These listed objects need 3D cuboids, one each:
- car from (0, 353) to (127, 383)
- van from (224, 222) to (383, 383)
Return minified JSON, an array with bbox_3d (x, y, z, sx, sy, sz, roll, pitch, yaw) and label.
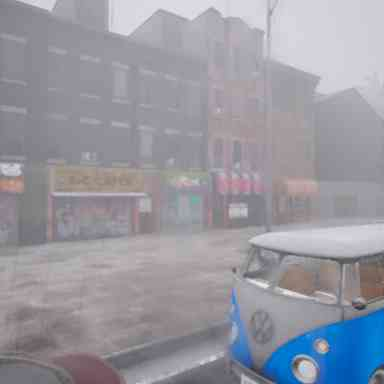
[{"bbox_3d":[-2.170,1.577,1.266,4.206,1.307,1.802,0,0,-35],"label":"car"},{"bbox_3d":[2.283,1.359,4.435,3.998,1.788,1.690,0,0,-35],"label":"van"}]
